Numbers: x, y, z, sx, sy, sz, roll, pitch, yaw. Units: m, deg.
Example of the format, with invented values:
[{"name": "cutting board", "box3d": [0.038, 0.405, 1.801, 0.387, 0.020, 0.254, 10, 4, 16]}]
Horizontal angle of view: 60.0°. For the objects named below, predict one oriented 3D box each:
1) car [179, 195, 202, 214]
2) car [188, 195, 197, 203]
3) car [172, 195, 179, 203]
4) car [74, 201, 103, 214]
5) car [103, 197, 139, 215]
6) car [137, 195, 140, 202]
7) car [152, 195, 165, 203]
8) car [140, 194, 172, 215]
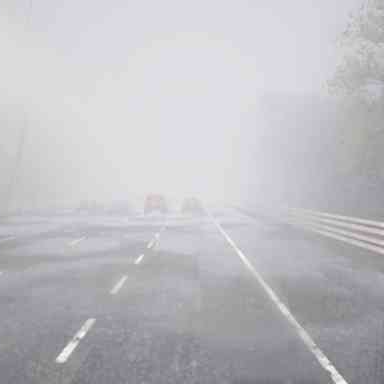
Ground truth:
[{"name": "car", "box3d": [0.008, 1.307, 34.918, 2.097, 1.767, 4.553, 0, 0, 0]}, {"name": "car", "box3d": [0.035, 1.419, 69.543, 1.837, 1.490, 4.892, 0, 0, 0]}, {"name": "car", "box3d": [-3.466, 1.419, 69.457, 1.837, 1.490, 4.892, 0, 0, 0]}, {"name": "car", "box3d": [-10.498, 1.555, 34.518, 1.895, 1.301, 4.718, 0, 0, 0]}, {"name": "car", "box3d": [-7.004, 1.504, 33.402, 2.033, 1.411, 5.357, 0, 0, 0]}, {"name": "car", "box3d": [-10.469, 1.396, 68.767, 1.882, 1.535, 5.008, 0, 0, 0]}, {"name": "car", "box3d": [-6.968, 1.459, 69.197, 2.033, 1.411, 5.357, 0, 0, 0]}, {"name": "car", "box3d": [-3.503, 1.181, 33.532, 2.150, 2.045, 5.566, 0, 0, 0]}]
